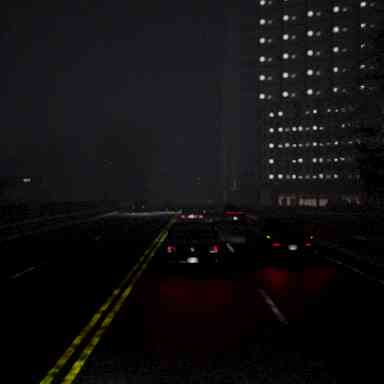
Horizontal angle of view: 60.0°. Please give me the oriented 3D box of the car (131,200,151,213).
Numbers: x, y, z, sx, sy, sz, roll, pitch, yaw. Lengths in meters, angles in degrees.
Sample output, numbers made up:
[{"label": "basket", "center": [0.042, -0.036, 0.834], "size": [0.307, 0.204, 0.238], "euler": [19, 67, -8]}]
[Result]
[{"label": "car", "center": [-6.553, 1.847, 43.025], "size": [1.882, 1.535, 5.008], "euler": [0, -1, 1]}]

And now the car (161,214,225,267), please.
[{"label": "car", "center": [0.039, 1.697, 11.802], "size": [1.895, 1.301, 4.718], "euler": [0, 0, 0]}]

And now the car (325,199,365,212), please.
[{"label": "car", "center": [23.011, 2.087, 50.719], "size": [5.009, 1.841, 2.192], "euler": [0, 1, 20]}]

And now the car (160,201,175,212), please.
[{"label": "car", "center": [-3.270, 1.948, 46.353], "size": [2.033, 1.411, 5.357], "euler": [0, -1, 0]}]

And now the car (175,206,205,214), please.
[{"label": "car", "center": [0.025, 1.758, 25.259], "size": [2.033, 1.411, 5.357], "euler": [0, 0, 0]}]

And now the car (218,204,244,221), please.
[{"label": "car", "center": [3.294, 1.735, 27.437], "size": [1.837, 1.490, 4.892], "euler": [0, 0, 0]}]

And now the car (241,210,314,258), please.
[{"label": "car", "center": [3.301, 1.632, 13.120], "size": [1.812, 1.442, 4.674], "euler": [0, 0, 1]}]

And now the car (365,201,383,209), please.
[{"label": "car", "center": [31.045, 2.212, 56.173], "size": [4.403, 1.369, 2.008], "euler": [0, 1, 20]}]
